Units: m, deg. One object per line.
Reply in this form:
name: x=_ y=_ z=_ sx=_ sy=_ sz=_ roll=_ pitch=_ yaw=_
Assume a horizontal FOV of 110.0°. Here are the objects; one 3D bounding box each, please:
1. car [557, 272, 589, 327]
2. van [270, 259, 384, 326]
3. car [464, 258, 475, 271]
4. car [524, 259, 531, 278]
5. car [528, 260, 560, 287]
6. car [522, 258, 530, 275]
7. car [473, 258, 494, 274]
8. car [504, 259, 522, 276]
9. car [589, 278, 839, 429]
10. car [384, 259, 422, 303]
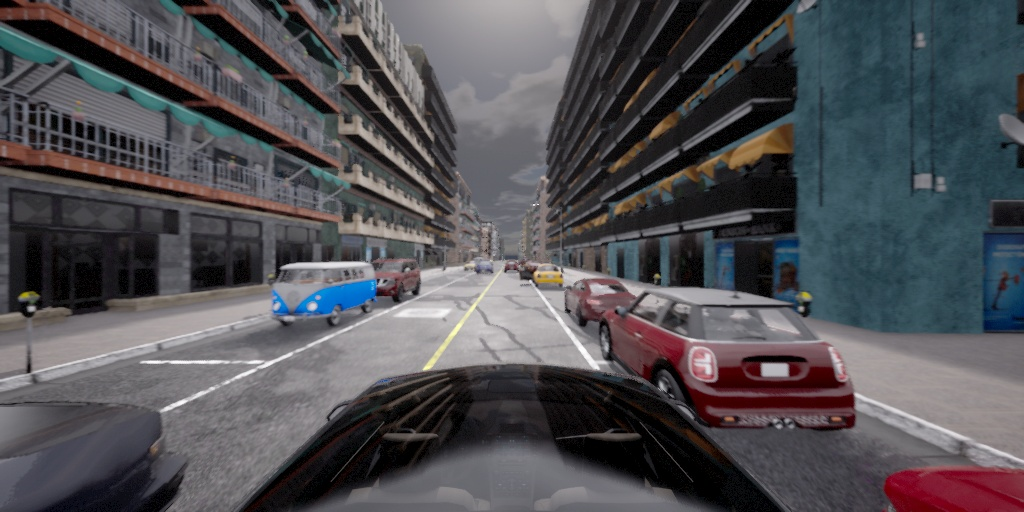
car: x=2.684 y=1.330 z=11.269 sx=1.802 sy=1.307 sz=4.207 roll=0 pitch=0 yaw=0
van: x=-5.697 y=1.088 z=11.285 sx=1.690 sy=1.789 sz=3.998 roll=0 pitch=0 yaw=0
car: x=-5.722 y=1.326 z=50.746 sx=1.751 sy=1.417 sz=4.829 roll=0 pitch=0 yaw=0
car: x=2.666 y=1.328 z=39.575 sx=1.888 sy=1.381 sz=4.507 roll=0 pitch=0 yaw=0
car: x=2.336 y=1.217 z=24.406 sx=1.801 sy=1.575 sz=5.366 roll=0 pitch=0 yaw=0
car: x=2.662 y=1.336 z=45.240 sx=1.888 sy=1.381 sz=4.507 roll=0 pitch=0 yaw=0
car: x=-3.112 y=1.311 z=41.615 sx=1.812 sy=1.442 sz=4.674 roll=0 pitch=0 yaw=0
car: x=-0.004 y=1.316 z=45.060 sx=1.812 sy=1.442 sz=4.674 roll=0 pitch=0 yaw=0
car: x=2.687 y=1.189 z=5.606 sx=1.967 sy=1.591 sz=4.097 roll=0 pitch=0 yaw=0
car: x=-5.700 y=1.067 z=16.944 sx=2.192 sy=1.841 sz=5.009 roll=0 pitch=0 yaw=0
